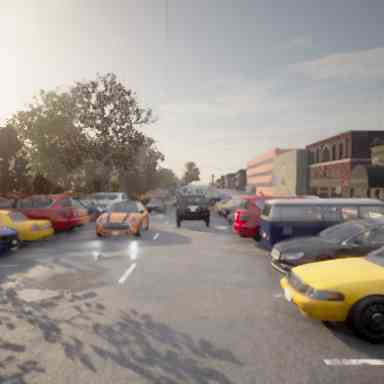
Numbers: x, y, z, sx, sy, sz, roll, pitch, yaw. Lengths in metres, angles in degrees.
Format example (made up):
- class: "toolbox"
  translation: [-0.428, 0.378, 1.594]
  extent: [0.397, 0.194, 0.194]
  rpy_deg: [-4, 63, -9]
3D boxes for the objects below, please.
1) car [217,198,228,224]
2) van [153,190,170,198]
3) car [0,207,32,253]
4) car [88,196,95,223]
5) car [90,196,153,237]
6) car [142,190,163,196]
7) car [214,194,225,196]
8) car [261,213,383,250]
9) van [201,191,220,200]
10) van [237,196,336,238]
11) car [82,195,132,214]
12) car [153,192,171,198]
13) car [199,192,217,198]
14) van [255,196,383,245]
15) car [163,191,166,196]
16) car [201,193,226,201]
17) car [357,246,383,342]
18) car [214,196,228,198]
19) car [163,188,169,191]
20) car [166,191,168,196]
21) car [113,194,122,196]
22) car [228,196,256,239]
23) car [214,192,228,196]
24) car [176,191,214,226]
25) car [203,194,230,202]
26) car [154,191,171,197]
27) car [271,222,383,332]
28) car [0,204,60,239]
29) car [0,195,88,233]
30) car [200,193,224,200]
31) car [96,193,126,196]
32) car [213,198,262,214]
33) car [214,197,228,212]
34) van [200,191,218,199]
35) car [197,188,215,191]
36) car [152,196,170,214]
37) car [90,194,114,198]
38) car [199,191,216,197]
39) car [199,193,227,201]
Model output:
- class: "car"
  translation: [4.516, 1.431, 25.296]
  extent: [4.674, 1.452, 2.002]
  rpy_deg: [0, 0, 0]
- class: "van"
  translation: [-8.096, 0.611, 87.904]
  extent: [4.442, 1.987, 1.878]
  rpy_deg: [0, 1, 0]
- class: "car"
  translation: [-8.554, 1.442, 11.360]
  extent: [5.008, 1.535, 2.097]
  rpy_deg: [0, 0, 0]
- class: "car"
  translation: [-8.525, 1.286, 19.714]
  extent: [4.553, 1.767, 2.185]
  rpy_deg: [0, 0, 0]
- class: "car"
  translation: [-3.514, 1.292, 17.528]
  extent: [2.097, 1.767, 4.553]
  rpy_deg: [0, 0, 0]
- class: "car"
  translation: [-8.236, 0.924, 62.476]
  extent: [4.553, 1.767, 2.185]
  rpy_deg: [0, 0, 0]
- class: "car"
  translation: [1.915, 1.354, 40.881]
  extent: [1.812, 1.442, 4.674]
  rpy_deg: [0, 1, 29]
- class: "car"
  translation: [4.540, 1.453, 8.596]
  extent: [4.892, 1.521, 2.231]
  rpy_deg: [0, 0, 0]
- class: "van"
  translation: [4.221, 0.746, 76.617]
  extent: [4.442, 1.987, 1.878]
  rpy_deg: [0, 0, 0]
- class: "van"
  translation: [4.643, 1.196, 16.821]
  extent: [4.442, 1.987, 1.878]
  rpy_deg: [0, 0, 0]
- class: "car"
  translation: [-8.537, 1.235, 33.639]
  extent: [4.553, 1.767, 2.185]
  rpy_deg: [0, 0, 0]
- class: "car"
  translation: [-8.240, 0.801, 90.736]
  extent: [4.792, 1.488, 2.163]
  rpy_deg: [0, 1, 0]
- class: "car"
  translation: [4.369, 0.771, 90.766]
  extent: [5.008, 1.535, 2.097]
  rpy_deg: [0, 1, 0]
- class: "van"
  translation: [4.648, 1.216, 11.379]
  extent: [4.442, 1.987, 1.878]
  rpy_deg: [0, 0, 0]
- class: "car"
  translation: [-8.257, 1.035, 65.176]
  extent: [5.008, 1.535, 2.097]
  rpy_deg: [0, 0, 0]
- class: "car"
  translation: [4.327, 1.019, 68.141]
  extent: [5.008, 1.535, 2.097]
  rpy_deg: [0, 0, 0]
- class: "car"
  translation: [4.532, 1.471, 3.030]
  extent: [4.892, 1.521, 2.231]
  rpy_deg: [0, 0, 0]
- class: "car"
  translation: [4.700, 1.368, 30.862]
  extent: [5.366, 1.575, 1.946]
  rpy_deg: [0, 0, 0]
- class: "car"
  translation: [-8.205, 0.706, 79.293]
  extent: [5.566, 2.045, 2.435]
  rpy_deg: [0, 0, 0]
- class: "car"
  translation: [-8.257, 1.004, 70.948]
  extent: [4.892, 1.521, 2.231]
  rpy_deg: [0, 0, 0]
- class: "car"
  translation: [-8.594, 1.256, 27.943]
  extent: [4.553, 1.767, 2.185]
  rpy_deg: [0, 0, 0]
- class: "car"
  translation: [4.557, 1.181, 14.162]
  extent: [5.566, 2.045, 2.435]
  rpy_deg: [0, 0, 0]
- class: "car"
  translation: [4.273, 1.111, 56.837]
  extent: [4.792, 1.488, 2.163]
  rpy_deg: [0, 0, 0]
- class: "car"
  translation: [0.079, 1.143, 22.685]
  extent: [2.150, 2.045, 5.566]
  rpy_deg: [0, 0, 0]
- class: "car"
  translation: [4.304, 1.106, 59.664]
  extent: [4.674, 1.452, 2.002]
  rpy_deg: [0, 0, 0]
- class: "car"
  translation: [-8.171, 0.583, 93.429]
  extent: [4.553, 1.767, 2.185]
  rpy_deg: [0, 1, 0]
- class: "car"
  translation: [4.350, 1.458, 5.813]
  extent: [5.366, 1.575, 1.946]
  rpy_deg: [0, 0, 0]
- class: "car"
  translation: [-8.737, 1.429, 14.020]
  extent: [5.366, 1.575, 1.946]
  rpy_deg: [0, 0, 0]
- class: "car"
  translation: [-8.582, 1.171, 16.804]
  extent: [5.566, 2.045, 2.435]
  rpy_deg: [0, 0, 0]
- class: "car"
  translation: [4.322, 1.003, 70.966]
  extent: [5.008, 1.535, 2.097]
  rpy_deg: [0, 0, 0]
- class: "car"
  translation: [-8.594, 1.120, 30.853]
  extent: [5.566, 2.045, 2.435]
  rpy_deg: [0, 0, 0]
- class: "car"
  translation: [4.497, 1.402, 33.504]
  extent: [4.674, 1.452, 2.002]
  rpy_deg: [-1, 0, 0]
- class: "car"
  translation: [4.488, 1.411, 28.079]
  extent: [4.792, 1.488, 2.163]
  rpy_deg: [0, 0, 0]
- class: "van"
  translation: [4.231, 0.712, 82.147]
  extent: [4.442, 1.987, 1.878]
  rpy_deg: [0, 1, 0]
- class: "car"
  translation: [4.361, 0.737, 73.791]
  extent: [5.566, 2.045, 2.435]
  rpy_deg: [0, 0, 0]
- class: "car"
  translation: [-3.541, 1.430, 33.279]
  extent: [2.033, 1.411, 5.357]
  rpy_deg: [0, 0, 1]
- class: "car"
  translation: [-8.592, 1.266, 25.159]
  extent: [4.553, 1.767, 2.185]
  rpy_deg: [0, 0, 0]
- class: "car"
  translation: [4.337, 0.580, 93.588]
  extent: [4.553, 1.767, 2.185]
  rpy_deg: [0, 1, 0]
- class: "car"
  translation: [4.132, 1.032, 65.315]
  extent: [5.366, 1.575, 1.946]
  rpy_deg: [0, 0, 0]
